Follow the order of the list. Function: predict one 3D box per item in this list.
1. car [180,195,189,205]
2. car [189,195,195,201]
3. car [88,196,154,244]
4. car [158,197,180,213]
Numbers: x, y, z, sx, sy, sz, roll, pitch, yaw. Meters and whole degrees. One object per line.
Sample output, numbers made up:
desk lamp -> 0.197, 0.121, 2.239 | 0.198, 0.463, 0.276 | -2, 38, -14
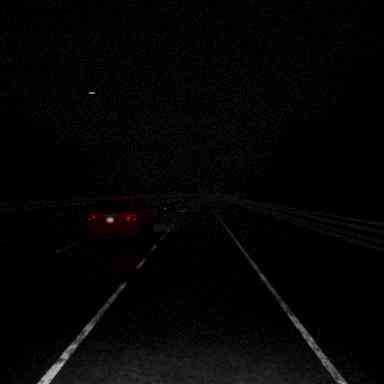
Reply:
car -> -2.131, 1.527, 59.503 | 2.033, 1.411, 5.357 | 0, 0, 2
car -> -0.407, 1.522, 86.488 | 2.033, 1.411, 5.357 | 0, 0, 6
car -> -3.208, 1.209, 15.967 | 2.150, 2.045, 5.566 | 0, 0, 1
car -> -2.714, 1.516, 36.889 | 1.812, 1.442, 4.674 | 0, 0, 1
